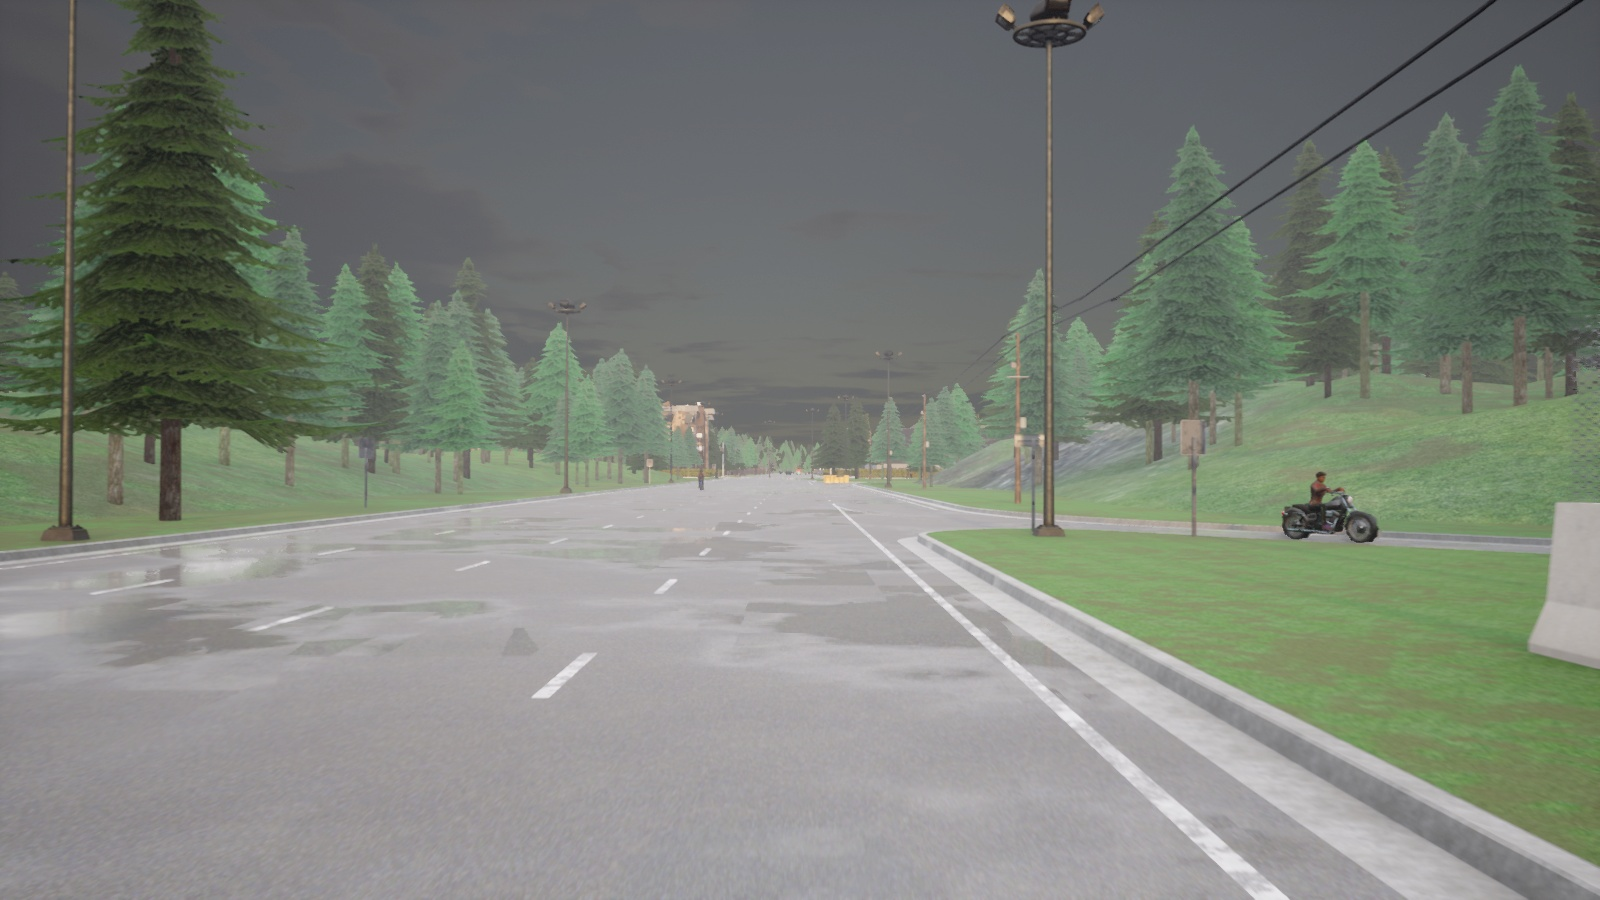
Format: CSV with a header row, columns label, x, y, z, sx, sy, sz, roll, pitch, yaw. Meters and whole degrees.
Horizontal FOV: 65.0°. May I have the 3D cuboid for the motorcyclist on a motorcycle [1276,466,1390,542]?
label,x,y,z,sx,sy,sz,roll,pitch,yaw
motorcyclist on a motorcycle,12.108,1.196,28.631,0.766,1.649,2.350,0,-1,-34
